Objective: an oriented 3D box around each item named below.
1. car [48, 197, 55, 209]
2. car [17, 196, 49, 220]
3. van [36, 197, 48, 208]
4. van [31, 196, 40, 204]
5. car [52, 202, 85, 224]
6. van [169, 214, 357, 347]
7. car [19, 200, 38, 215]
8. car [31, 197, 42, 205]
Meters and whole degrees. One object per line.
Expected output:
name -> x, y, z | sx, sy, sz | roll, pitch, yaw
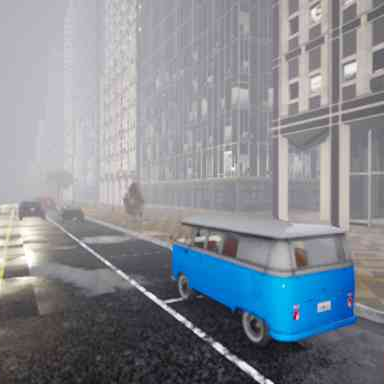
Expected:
car -> -20.256, 1.601, 46.493 | 2.192, 1.841, 5.009 | -1, 0, -28
car -> -14.488, 1.539, 30.036 | 2.097, 1.767, 4.553 | 0, 0, -28
van -> -25.566, 1.689, 56.544 | 1.690, 1.788, 3.998 | 0, 0, -28
van -> -36.185, 1.810, 76.645 | 1.690, 1.788, 3.998 | 0, 0, -28
car -> -9.634, 1.712, 26.391 | 2.008, 1.369, 4.403 | -1, 0, -28
van -> 0.984, 1.377, 6.291 | 1.690, 1.788, 3.998 | -1, 0, -28
car -> -19.350, 1.749, 39.228 | 1.837, 1.490, 4.892 | 0, 0, -28
car -> -33.530, 1.879, 71.620 | 1.967, 1.590, 4.097 | 0, 0, -28
